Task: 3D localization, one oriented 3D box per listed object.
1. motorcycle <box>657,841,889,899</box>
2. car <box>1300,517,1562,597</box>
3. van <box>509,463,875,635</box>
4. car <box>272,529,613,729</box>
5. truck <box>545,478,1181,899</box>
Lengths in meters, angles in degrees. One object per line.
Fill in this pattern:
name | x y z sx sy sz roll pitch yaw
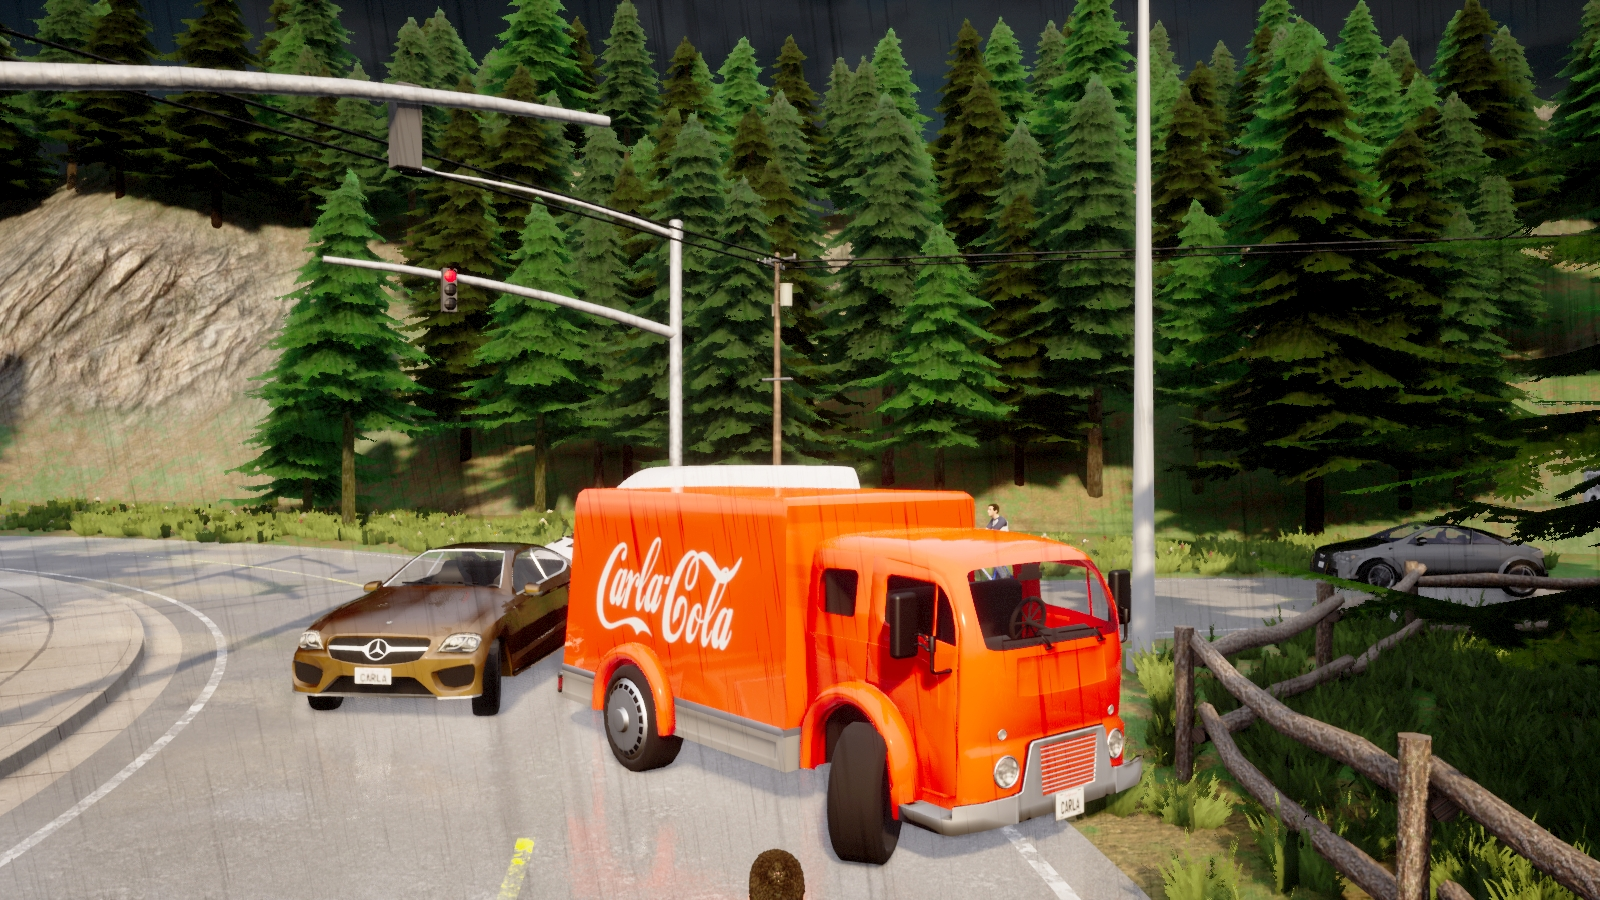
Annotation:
motorcycle | -0.074 2.159 3.526 0.803 1.199 2.033 0 0 -2
car | 12.589 2.119 23.051 4.181 1.385 1.994 0 0 6
van | -1.776 1.528 19.549 5.915 2.561 1.988 0 0 -27
car | -4.038 1.970 14.038 2.152 1.651 5.027 0 0 6
truck | 0.202 1.542 9.769 2.627 2.467 5.204 0 0 -39
